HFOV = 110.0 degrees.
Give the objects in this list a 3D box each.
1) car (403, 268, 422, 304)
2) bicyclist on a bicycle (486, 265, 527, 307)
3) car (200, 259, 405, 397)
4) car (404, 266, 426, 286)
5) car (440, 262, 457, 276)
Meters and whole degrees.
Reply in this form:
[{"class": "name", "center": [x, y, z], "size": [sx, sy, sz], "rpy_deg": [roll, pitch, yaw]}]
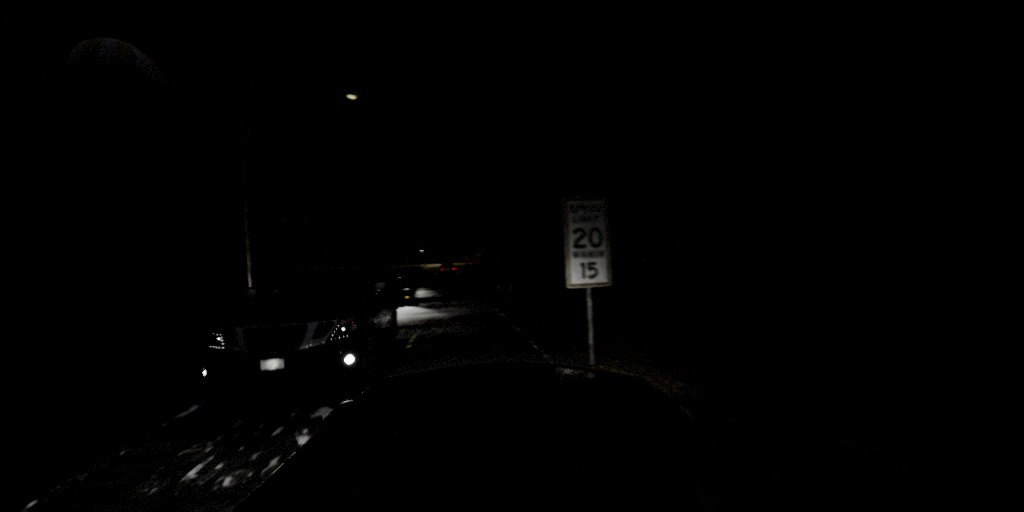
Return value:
[{"class": "car", "center": [-5.663, 1.518, 17.393], "size": [1.994, 1.385, 4.181], "rpy_deg": [-2, 0, -11]}, {"class": "bicyclist on a bicycle", "center": [-0.224, 1.189, 14.061], "size": [1.656, 1.620, 0.582], "rpy_deg": [-3, 0, -11]}, {"class": "car", "center": [-3.755, 1.117, 7.515], "size": [2.150, 2.045, 5.566], "rpy_deg": [-2, 0, -11]}, {"class": "car", "center": [-7.643, 1.505, 27.619], "size": [2.128, 1.511, 4.902], "rpy_deg": [-2, 0, -11]}, {"class": "car", "center": [-7.562, 1.522, 42.563], "size": [2.033, 1.411, 5.357], "rpy_deg": [-2, 0, -10]}]
